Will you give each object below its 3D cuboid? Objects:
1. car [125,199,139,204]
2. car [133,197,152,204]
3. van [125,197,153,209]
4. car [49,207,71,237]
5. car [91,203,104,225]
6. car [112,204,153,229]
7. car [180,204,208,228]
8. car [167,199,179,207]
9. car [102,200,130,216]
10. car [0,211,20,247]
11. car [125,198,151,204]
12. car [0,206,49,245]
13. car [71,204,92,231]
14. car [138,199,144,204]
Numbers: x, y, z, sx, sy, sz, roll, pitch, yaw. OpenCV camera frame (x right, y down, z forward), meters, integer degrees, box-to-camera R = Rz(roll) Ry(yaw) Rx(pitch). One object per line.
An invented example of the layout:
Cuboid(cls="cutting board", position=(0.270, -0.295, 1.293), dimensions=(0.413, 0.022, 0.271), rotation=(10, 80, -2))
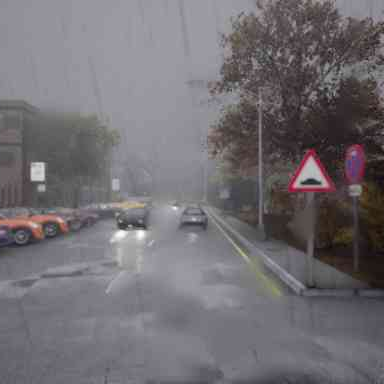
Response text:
Cuboid(cls="car", position=(-8.896, 1.901, 36.309), dimensions=(5.366, 1.575, 1.946), rotation=(-1, -1, -20))
Cuboid(cls="car", position=(-9.063, 2.053, 51.264), dimensions=(5.008, 1.535, 2.097), rotation=(-1, 0, -20))
Cuboid(cls="van", position=(-9.190, 1.824, 57.213), dimensions=(4.442, 1.987, 1.878), rotation=(-1, 0, -20))
Cuboid(cls="car", position=(-9.202, 1.559, 18.236), dimensions=(4.553, 1.767, 2.185), rotation=(-1, -1, -20))
Cuboid(cls="car", position=(-9.131, 1.796, 24.245), dimensions=(4.674, 1.452, 2.002), rotation=(-1, -1, -20))
Cuboid(cls="car", position=(-3.926, 1.814, 23.865), dimensions=(2.033, 1.411, 5.357), rotation=(0, -1, 0))
Cuboid(cls="car", position=(0.134, 1.837, 24.407), dimensions=(1.994, 1.385, 4.181), rotation=(0, -1, 0))
Cuboid(cls="car", position=(-3.590, 2.054, 64.284), dimensions=(2.128, 1.511, 4.902), rotation=(0, 0, 4))
Cuboid(cls="car", position=(-9.089, 1.869, 33.245), dimensions=(4.892, 1.521, 2.231), rotation=(-1, -1, -20))
Cuboid(cls="car", position=(-9.212, 1.656, 12.237), dimensions=(4.674, 1.452, 2.002), rotation=(-1, 0, -20))
Cuboid(cls="car", position=(-9.220, 2.045, 48.197), dimensions=(5.366, 1.575, 1.946), rotation=(-1, 0, -20))
Cuboid(cls="car", position=(-9.225, 1.524, 15.235), dimensions=(4.553, 1.767, 2.185), rotation=(-1, -1, -20))
Cuboid(cls="car", position=(-9.120, 1.749, 21.254), dimensions=(4.792, 1.488, 2.163), rotation=(-1, -1, -20))
Cuboid(cls="car", position=(-8.886, 1.938, 39.311), dimensions=(5.366, 1.575, 1.946), rotation=(-1, -1, -20))
